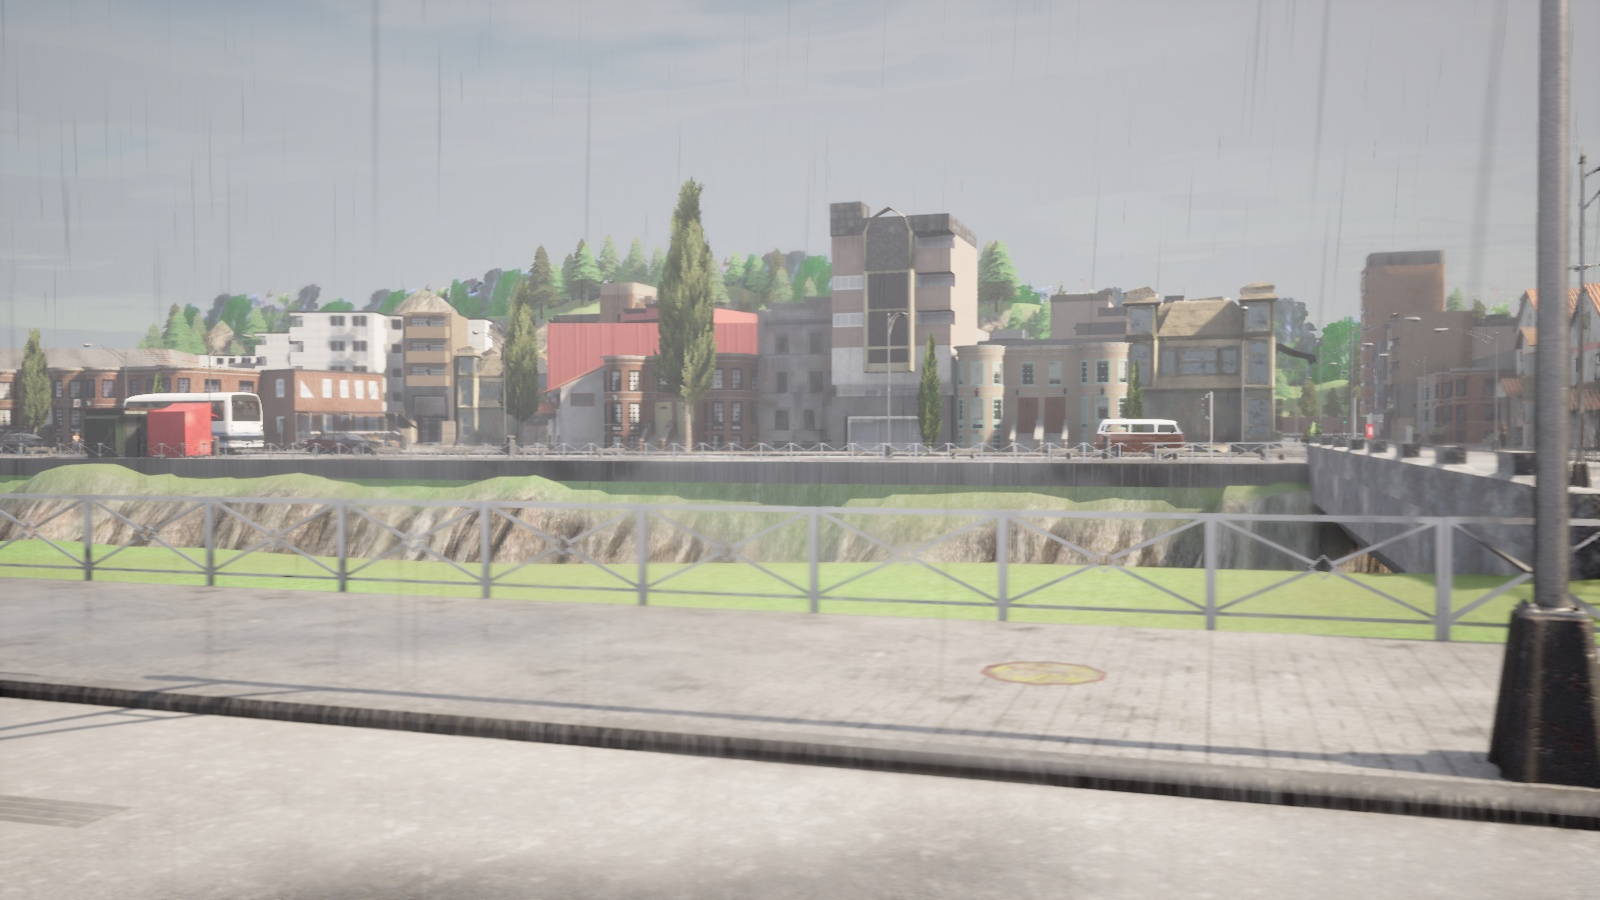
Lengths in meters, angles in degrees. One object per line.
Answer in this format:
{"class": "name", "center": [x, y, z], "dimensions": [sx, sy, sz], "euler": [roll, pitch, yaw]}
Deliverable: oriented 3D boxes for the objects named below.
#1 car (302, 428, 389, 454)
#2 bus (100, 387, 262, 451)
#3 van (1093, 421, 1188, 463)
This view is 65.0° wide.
{"class": "car", "center": [-28.283, -0.563, 78.126], "dimensions": [5.008, 1.535, 1.882], "euler": [1, 1, 18]}
{"class": "bus", "center": [-42.963, -2.118, 87.186], "dimensions": [10.273, 4.253, 3.944], "euler": [1, 1, 18]}
{"class": "van", "center": [17.110, -0.405, 63.069], "dimensions": [4.480, 2.038, 2.069], "euler": [1, 1, 18]}
